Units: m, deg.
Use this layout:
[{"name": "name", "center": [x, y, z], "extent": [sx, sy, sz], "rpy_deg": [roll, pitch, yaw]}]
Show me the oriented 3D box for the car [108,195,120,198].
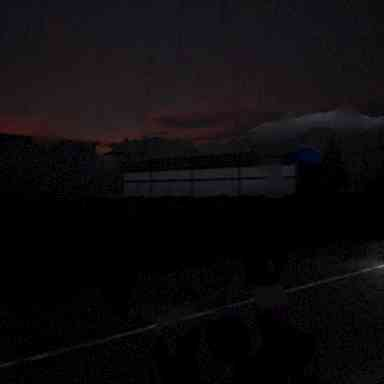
[{"name": "car", "center": [-13.078, 1.362, 56.665], "extent": [2.152, 1.636, 5.027], "rpy_deg": [0, 0, -36]}]
